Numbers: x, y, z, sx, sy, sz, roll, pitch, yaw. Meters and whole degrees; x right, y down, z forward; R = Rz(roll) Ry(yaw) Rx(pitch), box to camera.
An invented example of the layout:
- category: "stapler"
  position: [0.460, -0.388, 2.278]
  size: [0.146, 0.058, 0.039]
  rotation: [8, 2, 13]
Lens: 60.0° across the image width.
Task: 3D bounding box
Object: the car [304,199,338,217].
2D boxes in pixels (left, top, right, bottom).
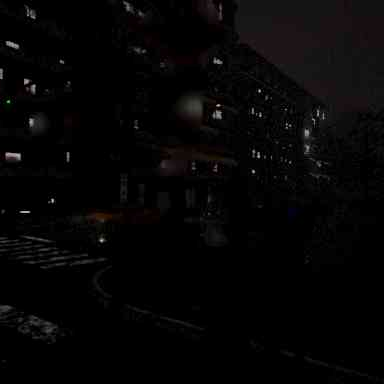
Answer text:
- category: "car"
  position: [14.182, 1.836, 36.546]
  size: [1.967, 1.590, 4.097]
  rotation: [1, 0, 36]

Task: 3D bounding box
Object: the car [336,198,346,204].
- category: "car"
  position: [33.728, 2.175, 77.146]
  size: [1.947, 1.339, 4.313]
  rotation: [1, 0, 36]

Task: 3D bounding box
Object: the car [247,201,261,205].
- category: "car"
  position: [7.443, 1.838, 41.528]
  size: [1.802, 1.307, 4.206]
  rotation: [1, 0, 36]

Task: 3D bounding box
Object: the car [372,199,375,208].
- category: "car"
  position: [30.608, 2.201, 58.807]
  size: [1.802, 1.307, 4.206]
  rotation: [1, 0, 36]

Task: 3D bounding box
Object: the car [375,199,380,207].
- category: "car"
  position: [33.895, 2.103, 63.260]
  size: [1.967, 1.590, 4.097]
  rotation: [1, 0, 36]

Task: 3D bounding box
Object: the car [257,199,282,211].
- category: "car"
  position: [10.730, 1.741, 45.981]
  size: [1.967, 1.590, 4.097]
  rotation: [1, 0, 36]

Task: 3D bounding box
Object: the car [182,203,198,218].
- category: "car"
  position: [0.873, 1.710, 32.623]
  size: [1.887, 1.381, 4.507]
  rotation: [1, 0, 36]

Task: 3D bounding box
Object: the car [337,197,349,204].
- category: "car"
  position: [37.015, 2.092, 81.599]
  size: [1.967, 1.590, 4.097]
  rotation: [1, 0, 36]

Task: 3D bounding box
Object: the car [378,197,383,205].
- category: "car"
  position: [47.041, 2.149, 81.069]
  size: [2.192, 1.841, 5.009]
  rotation: [1, 0, 36]

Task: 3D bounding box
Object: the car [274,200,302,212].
- category: "car"
  position: [12.897, 1.823, 44.470]
  size: [1.882, 1.535, 5.008]
  rotation: [1, 0, 37]

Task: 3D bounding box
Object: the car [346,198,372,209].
- category: "car"
  position: [27.326, 1.890, 54.355]
  size: [2.192, 1.841, 5.009]
  rotation: [1, 0, 36]

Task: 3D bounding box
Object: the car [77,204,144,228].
- category: "car"
  position: [-5.699, 1.625, 23.719]
  size: [2.008, 1.369, 4.403]
  rotation: [1, 0, 36]

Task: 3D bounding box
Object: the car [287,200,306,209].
- category: "car"
  position: [17.300, 1.973, 54.885]
  size: [1.802, 1.307, 4.206]
  rotation: [1, 0, 36]

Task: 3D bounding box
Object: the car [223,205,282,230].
- category: "car"
  position: [4.324, 1.826, 23.189]
  size: [1.947, 1.339, 4.313]
  rotation: [1, 0, 36]

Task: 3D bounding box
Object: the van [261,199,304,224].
- category: "van"
  position: [7.612, 1.647, 27.642]
  size: [1.690, 1.788, 3.998]
  rotation: [1, 0, 36]

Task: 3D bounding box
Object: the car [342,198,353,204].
- category: "car"
  position: [40.199, 2.218, 85.913]
  size: [1.752, 1.417, 4.829]
  rotation: [1, 0, 36]

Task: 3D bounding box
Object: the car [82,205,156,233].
- category: "car"
  position: [-4.412, 1.584, 21.107]
  size: [1.882, 1.535, 5.008]
  rotation: [1, 0, 37]

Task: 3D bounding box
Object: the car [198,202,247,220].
- category: "car"
  position: [2.912, 1.712, 31.020]
  size: [1.837, 1.490, 4.892]
  rotation: [1, 1, 36]

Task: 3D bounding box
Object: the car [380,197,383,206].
- category: "car"
  position: [37.180, 2.251, 67.711]
  size: [1.887, 1.381, 4.507]
  rotation: [1, 0, 36]
